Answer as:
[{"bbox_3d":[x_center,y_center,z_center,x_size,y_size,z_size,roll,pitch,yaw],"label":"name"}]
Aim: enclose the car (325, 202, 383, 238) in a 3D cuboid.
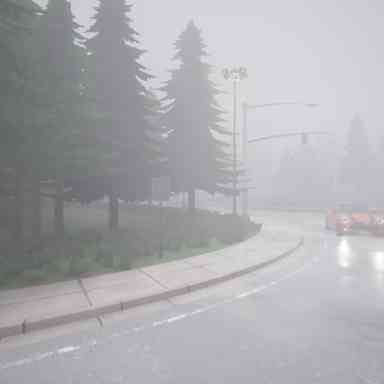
[{"bbox_3d":[8.573,1.351,17.789,2.097,1.767,4.553,0,0,13],"label":"car"}]
